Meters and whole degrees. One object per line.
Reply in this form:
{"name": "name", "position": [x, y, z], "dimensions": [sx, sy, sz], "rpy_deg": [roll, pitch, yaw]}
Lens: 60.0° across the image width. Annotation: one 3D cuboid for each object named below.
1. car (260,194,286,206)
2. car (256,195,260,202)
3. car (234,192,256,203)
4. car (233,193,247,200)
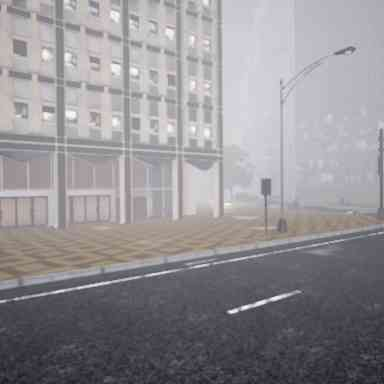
{"name": "car", "position": [12.228, 1.112, 49.329], "dimensions": [2.097, 1.767, 4.553], "rpy_deg": [-1, 0, -8]}
{"name": "car", "position": [12.682, 1.282, 68.436], "dimensions": [1.812, 1.442, 4.674], "rpy_deg": [-1, 0, -8]}
{"name": "car", "position": [10.124, 1.016, 64.902], "dimensions": [2.150, 2.045, 5.566], "rpy_deg": [-1, 0, -7]}
{"name": "car", "position": [11.300, 1.038, 78.341], "dimensions": [2.097, 1.767, 4.553], "rpy_deg": [-1, 0, -8]}
